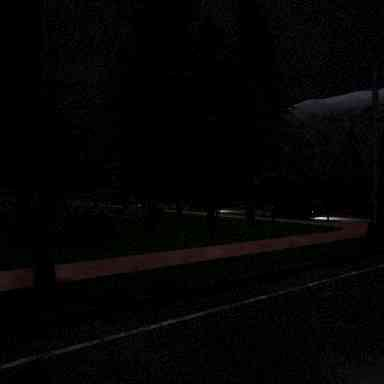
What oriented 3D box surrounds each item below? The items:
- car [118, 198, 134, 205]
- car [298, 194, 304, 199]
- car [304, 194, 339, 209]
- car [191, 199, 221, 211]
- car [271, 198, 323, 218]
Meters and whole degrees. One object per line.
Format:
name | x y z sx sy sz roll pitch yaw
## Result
car | -10.885 1.552 56.923 1.994 1.385 4.181 0 0 -43
car | 14.947 1.162 44.024 3.866 1.878 1.905 0 0 -37
car | 16.764 1.160 42.243 4.605 1.855 1.932 0 0 -37
car | 1.640 1.548 40.874 1.994 1.385 4.181 0 0 -37
car | 9.329 1.550 30.563 1.994 1.385 4.181 0 0 -37
